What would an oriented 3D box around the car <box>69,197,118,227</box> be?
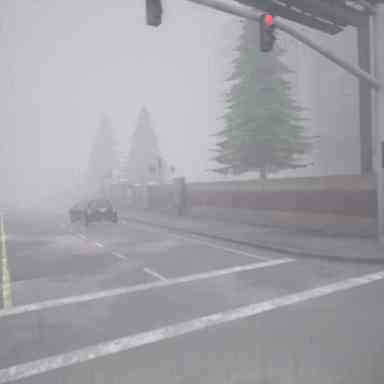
[{"bbox_3d":[-6.769,1.216,22.448,2.097,1.767,4.553,-2,1,-35],"label":"car"}]
